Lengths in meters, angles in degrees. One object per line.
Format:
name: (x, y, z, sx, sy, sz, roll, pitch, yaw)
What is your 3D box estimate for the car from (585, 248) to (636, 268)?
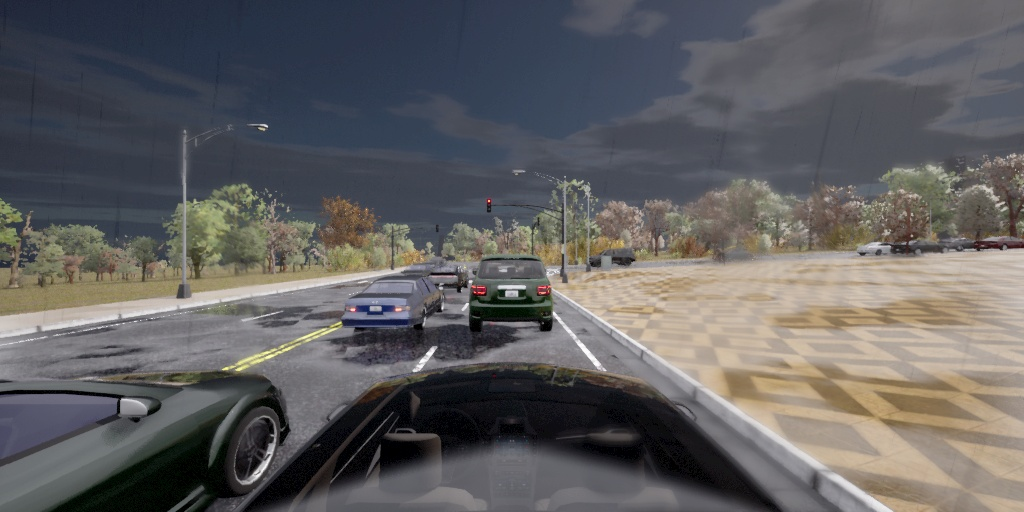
car: (11.178, 0.217, 40.752, 5.566, 2.045, 2.150, -3, 0, -3)

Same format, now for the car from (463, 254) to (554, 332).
car: (-0.063, 0.977, 11.047, 2.150, 2.045, 5.566, 0, 0, -1)

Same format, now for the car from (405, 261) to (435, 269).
car: (-7.114, 1.322, 27.074, 2.033, 1.411, 5.357, 0, 0, -1)

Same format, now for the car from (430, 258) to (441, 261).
car: (-12.545, 1.406, 54.777, 1.994, 1.385, 4.181, 0, 0, -5)

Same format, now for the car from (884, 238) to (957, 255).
car: (41.236, -0.878, 36.259, 5.008, 1.535, 1.882, -3, 0, -5)

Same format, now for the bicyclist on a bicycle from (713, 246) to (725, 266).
bicyclist on a bicycle: (17.399, 0.004, 30.152, 0.582, 1.620, 1.656, -2, 0, -3)

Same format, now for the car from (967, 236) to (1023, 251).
car: (51.155, -1.315, 37.393, 5.008, 1.535, 1.882, -3, 0, -7)

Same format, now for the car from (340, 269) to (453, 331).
car: (-3.311, 1.303, 11.049, 2.033, 1.411, 5.357, 0, 0, -1)

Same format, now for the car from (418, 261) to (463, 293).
car: (-3.624, 1.257, 20.796, 2.128, 1.511, 4.902, 0, 0, 0)

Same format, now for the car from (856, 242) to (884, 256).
car: (40.574, -0.804, 39.458, 4.674, 1.442, 1.812, -3, 0, -6)

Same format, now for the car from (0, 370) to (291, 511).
car: (-3.173, 1.314, 1.827, 1.994, 1.385, 4.181, 0, 0, 0)

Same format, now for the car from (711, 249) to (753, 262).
car: (25.464, -0.089, 41.580, 4.181, 1.385, 1.994, -3, 0, -4)
